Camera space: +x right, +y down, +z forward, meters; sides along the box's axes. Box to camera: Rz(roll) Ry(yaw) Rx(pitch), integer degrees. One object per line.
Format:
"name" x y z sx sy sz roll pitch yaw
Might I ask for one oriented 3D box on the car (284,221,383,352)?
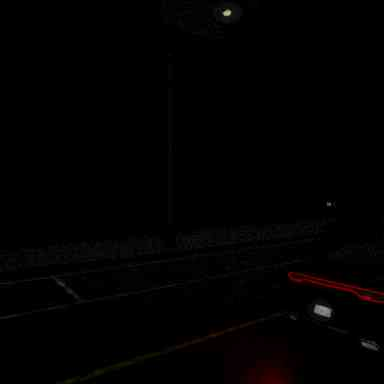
"car" 3.802 1.478 5.991 5.008 1.535 1.882 0 0 -36

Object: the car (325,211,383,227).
"car" 8.036 1.566 15.630 4.313 1.339 1.947 0 0 -36
